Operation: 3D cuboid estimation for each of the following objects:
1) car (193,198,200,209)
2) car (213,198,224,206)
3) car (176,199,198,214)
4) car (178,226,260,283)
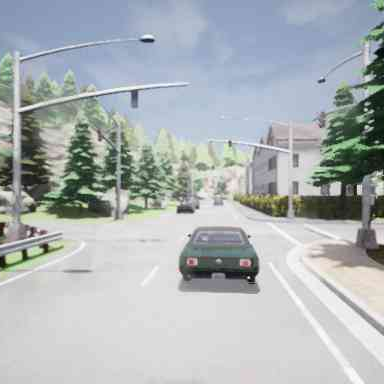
[{"bbox_3d":[0.160,1.701,48.383,2.128,1.511,4.902,0,0,5],"label":"car"},{"bbox_3d":[4.940,1.830,62.044,2.033,1.411,5.357,0,0,5],"label":"car"},{"bbox_3d":[-0.663,1.764,38.224,1.895,1.301,4.718,0,0,5],"label":"car"},{"bbox_3d":[0.804,1.646,9.814,1.895,1.301,4.718,0,0,5],"label":"car"}]
